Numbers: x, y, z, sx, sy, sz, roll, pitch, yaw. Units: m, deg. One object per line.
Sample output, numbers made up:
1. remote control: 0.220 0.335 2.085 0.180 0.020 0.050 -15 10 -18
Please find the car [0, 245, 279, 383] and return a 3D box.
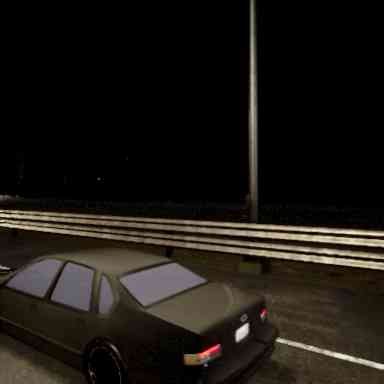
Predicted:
1. car: -1.505 1.567 5.041 5.357 1.411 2.033 0 0 36
